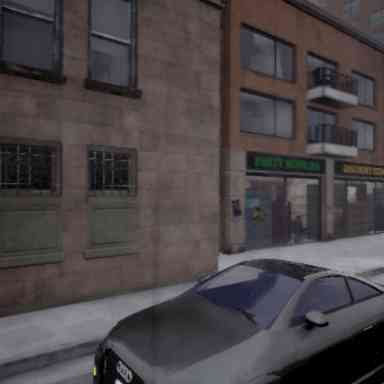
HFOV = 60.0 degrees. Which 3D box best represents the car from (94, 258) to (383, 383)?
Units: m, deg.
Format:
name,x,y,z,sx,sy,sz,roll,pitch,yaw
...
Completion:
name,x,y,z,sx,sy,sz,roll,pitch,yaw
car,0.999,1.595,4.093,4.181,1.385,1.994,1,0,-36
